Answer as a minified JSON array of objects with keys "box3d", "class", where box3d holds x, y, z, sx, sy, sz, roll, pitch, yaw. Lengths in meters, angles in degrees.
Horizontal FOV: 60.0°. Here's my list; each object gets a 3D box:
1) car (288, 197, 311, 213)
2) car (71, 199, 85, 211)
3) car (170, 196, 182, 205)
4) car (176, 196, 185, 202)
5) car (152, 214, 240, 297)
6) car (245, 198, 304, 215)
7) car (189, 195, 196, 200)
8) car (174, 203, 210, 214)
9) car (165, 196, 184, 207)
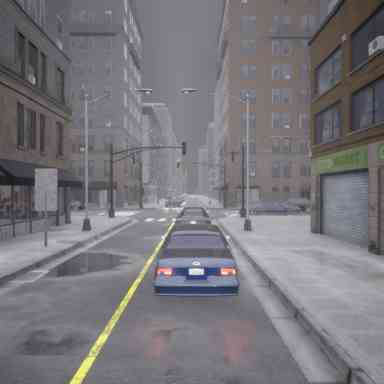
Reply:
[{"box3d":[10.885,1.353,36.641,4.553,1.767,2.097,0,0,0],"class":"car"},{"box3d":[-14.698,1.539,39.244,4.313,1.339,1.947,0,0,0],"class":"car"},{"box3d":[-2.759,1.526,58.528,1.812,1.442,4.674,0,0,0],"class":"car"},{"box3d":[-2.655,1.599,78.845,1.895,1.301,4.718,0,0,0],"class":"car"},{"box3d":[0.093,1.547,8.768,2.033,1.411,5.357,0,0,0],"class":"car"},{"box3d":[8.118,1.559,33.700,5.357,1.411,2.033,0,0,0],"class":"car"},{"box3d":[0.110,1.530,91.501,1.812,1.442,4.674,0,0,0],"class":"car"},{"box3d":[0.085,1.563,19.315,1.994,1.385,4.181,0,0,1],"class":"car"},{"box3d":[-2.811,1.351,49.799,2.097,1.767,4.553,0,0,1],"class":"car"}]
